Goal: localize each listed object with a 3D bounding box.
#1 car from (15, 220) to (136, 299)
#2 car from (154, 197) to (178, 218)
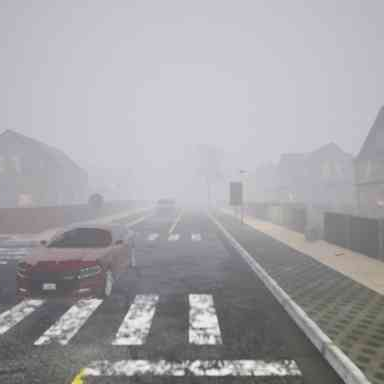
[{"bbox_3d":[-2.739,1.566,8.896,1.882,1.535,5.008,0,-1,0],"label":"car"},{"bbox_3d":[-2.726,1.663,35.566,2.150,2.045,5.566,0,1,0],"label":"car"}]
